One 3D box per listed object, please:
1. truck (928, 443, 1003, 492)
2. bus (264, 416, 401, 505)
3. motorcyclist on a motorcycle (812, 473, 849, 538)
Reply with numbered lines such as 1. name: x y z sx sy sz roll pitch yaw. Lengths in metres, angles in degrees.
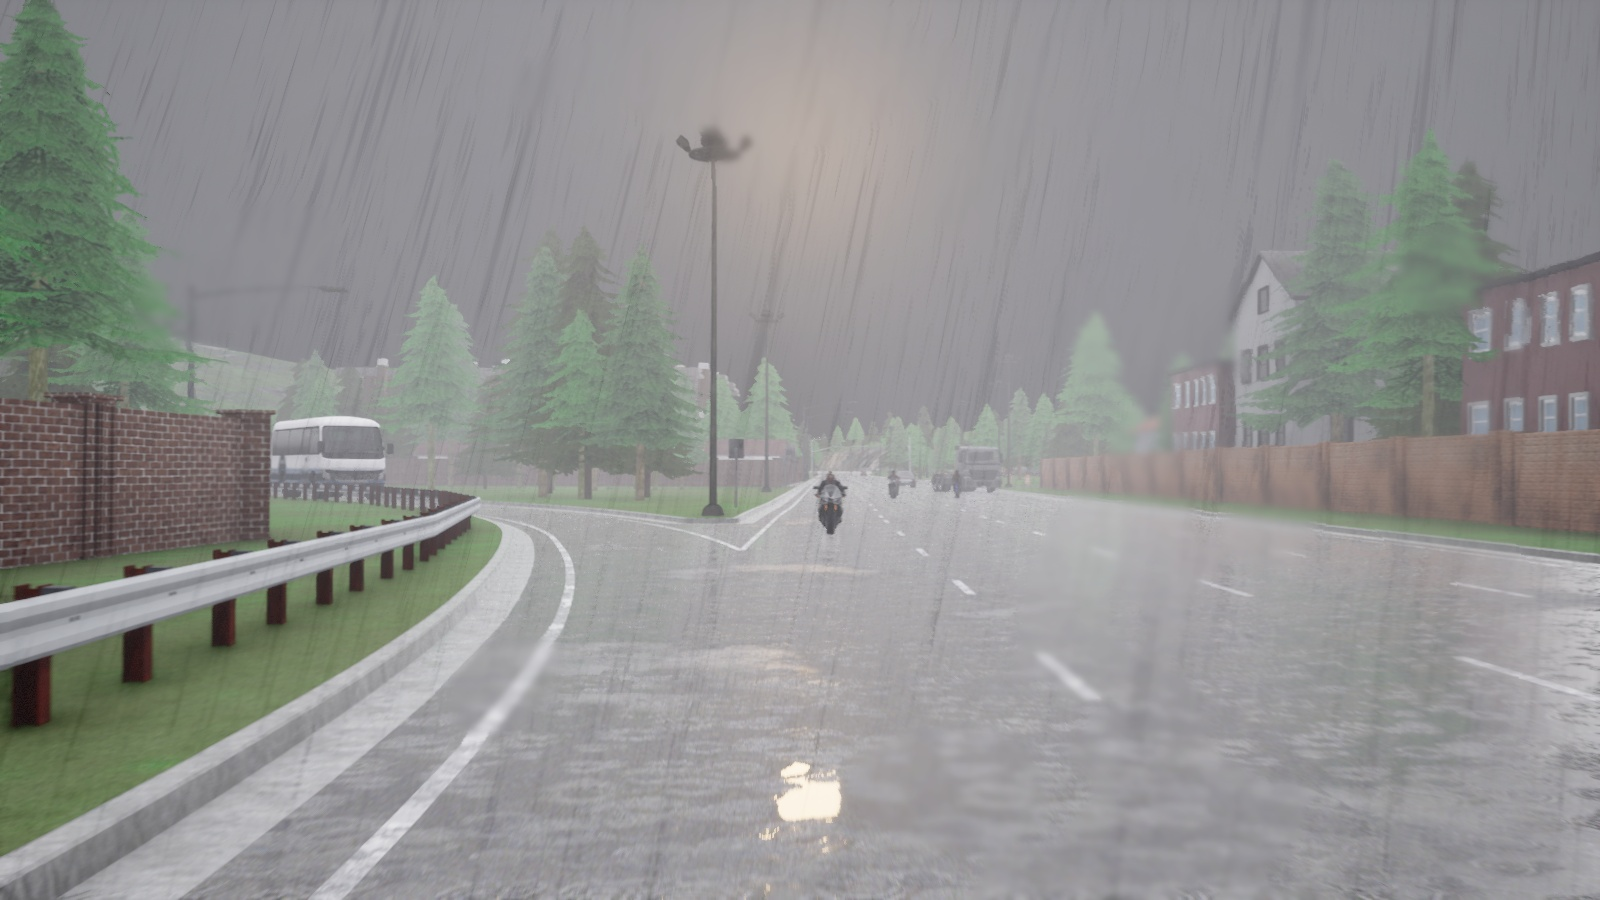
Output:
1. truck: 12.181 1.296 93.314 2.891 3.462 7.936 0 -1 -13
2. bus: -24.590 0.610 65.584 3.944 4.253 10.273 0 -1 -37
3. motorcyclist on a motorcycle: 0.743 1.349 30.997 0.866 1.530 2.191 0 -1 1
